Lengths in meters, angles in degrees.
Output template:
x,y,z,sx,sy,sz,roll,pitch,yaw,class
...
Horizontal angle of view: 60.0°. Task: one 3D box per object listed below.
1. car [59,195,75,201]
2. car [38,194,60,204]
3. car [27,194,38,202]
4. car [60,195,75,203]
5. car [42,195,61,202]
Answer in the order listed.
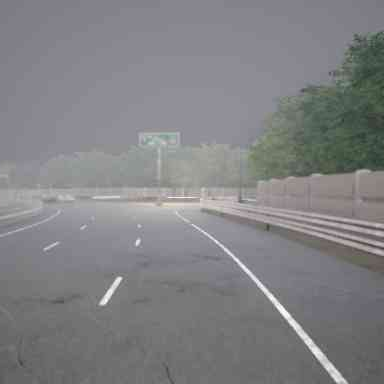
x,y,z,sx,sy,sz,roll,pitch,yaw,class
-28.938,1.356,76.843,4.674,1.442,1.812,0,0,45,car
-27.740,1.456,64.506,1.837,1.490,4.892,0,0,-39,car
-34.039,1.188,72.051,4.553,1.767,2.097,0,0,45,car
-25.295,1.551,67.049,1.895,1.301,4.718,0,0,-39,car
-31.499,1.372,74.458,5.357,1.411,2.033,0,0,45,car
